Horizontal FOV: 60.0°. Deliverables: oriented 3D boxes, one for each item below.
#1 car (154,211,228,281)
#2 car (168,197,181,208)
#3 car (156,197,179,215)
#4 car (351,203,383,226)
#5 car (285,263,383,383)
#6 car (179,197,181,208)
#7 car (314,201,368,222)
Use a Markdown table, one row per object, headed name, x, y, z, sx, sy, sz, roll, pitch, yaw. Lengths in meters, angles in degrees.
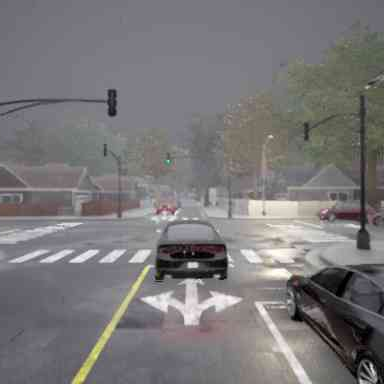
| name | x | y | z | sx | sy | sz | roll | pitch | yaw |
| --- | --- | --- | --- | --- | --- | --- | --- | --- | --- |
| car | -0.109 | 1.586 | 10.238 | 1.882 | 1.535 | 5.008 | 0 | -1 | -3 |
| car | -3.156 | 1.910 | 61.541 | 2.150 | 2.045 | 5.566 | 0 | -1 | 0 |
| car | -3.161 | 1.672 | 41.004 | 2.150 | 2.045 | 5.566 | 0 | -1 | 0 |
| car | 14.355 | 1.722 | 24.280 | 4.181 | 1.385 | 1.994 | 0 | -1 | 0 |
| car | 2.633 | 1.614 | 4.548 | 1.947 | 1.339 | 4.313 | 0 | -1 | 0 |
| car | -3.180 | 1.916 | 50.912 | 2.097 | 1.767 | 4.553 | 0 | -1 | 0 |
| car | 12.565 | 1.553 | 27.532 | 4.553 | 1.767 | 2.097 | 0 | -1 | 0 |
